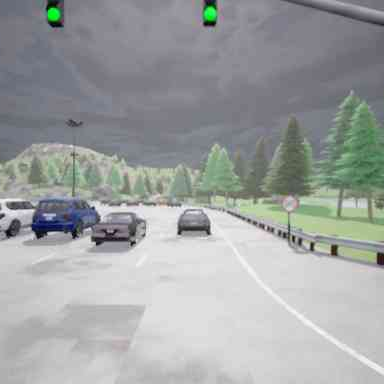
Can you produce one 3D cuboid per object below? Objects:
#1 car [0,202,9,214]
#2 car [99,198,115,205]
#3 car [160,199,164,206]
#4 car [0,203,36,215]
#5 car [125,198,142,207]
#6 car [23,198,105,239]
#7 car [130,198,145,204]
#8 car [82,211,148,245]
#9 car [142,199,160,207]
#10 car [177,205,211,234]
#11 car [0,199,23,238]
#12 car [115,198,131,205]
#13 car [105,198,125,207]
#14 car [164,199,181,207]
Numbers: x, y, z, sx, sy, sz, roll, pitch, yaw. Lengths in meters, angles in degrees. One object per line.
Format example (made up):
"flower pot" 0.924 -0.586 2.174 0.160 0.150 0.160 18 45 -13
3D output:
"car" -24.535 1.944 40.874 1.994 1.385 4.181 0 -1 -3
"car" -18.797 2.040 73.290 2.128 1.511 4.902 0 -1 -30
"car" -6.560 2.147 71.692 1.882 1.535 5.008 0 -1 -26
"car" -21.018 1.976 40.291 1.895 1.301 4.718 0 -1 0
"car" -11.669 2.134 65.300 1.812 1.442 4.674 0 -1 -22
"car" -6.882 1.394 18.719 2.150 2.045 5.566 0 -1 0
"car" -12.497 2.095 76.342 1.994 1.385 4.181 0 -1 -30
"car" -3.386 1.698 16.294 2.033 1.411 5.357 0 -1 0
"car" -8.567 2.225 66.978 1.895 1.301 4.718 0 -1 -22
"car" 0.119 1.756 20.766 1.994 1.385 4.181 0 -1 0
"car" -10.382 1.398 19.070 2.150 2.045 5.566 0 -1 0
"car" -15.647 2.068 74.816 2.033 1.411 5.357 0 -1 -30
"car" -14.848 2.087 63.805 2.128 1.511 4.902 0 -1 -22
"car" -3.375 2.144 62.152 1.994 1.385 4.181 0 -1 -18
